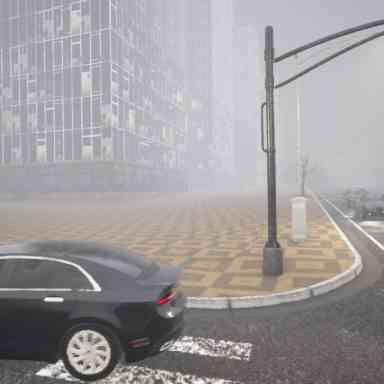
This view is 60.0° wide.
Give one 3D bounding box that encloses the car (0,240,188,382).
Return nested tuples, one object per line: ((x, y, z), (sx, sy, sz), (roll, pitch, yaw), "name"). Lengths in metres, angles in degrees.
((-2.513, 1.507, 4.930), (4.892, 1.490, 1.837), (0, 0, 5), "car")

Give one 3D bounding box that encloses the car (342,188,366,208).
((13.197, 0.456, 26.638), (2.128, 1.511, 4.902), (-1, 2, 18), "car")

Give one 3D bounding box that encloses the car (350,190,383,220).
((10.848, 0.800, 19.563), (1.994, 1.385, 4.181), (-1, 2, 18), "car")
